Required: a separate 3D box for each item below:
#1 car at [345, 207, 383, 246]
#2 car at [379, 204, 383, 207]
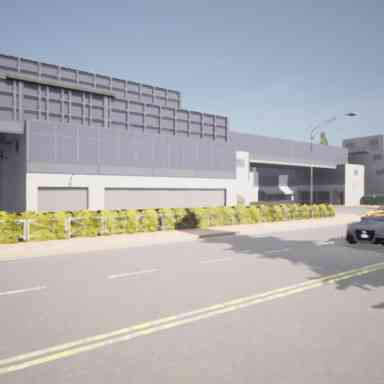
[{"bbox_3d":[8.451,1.557,14.294,4.181,1.385,1.994,0,0,-35],"label":"car"},{"bbox_3d":[13.397,1.477,22.037,5.008,1.535,1.882,0,0,-36],"label":"car"}]
